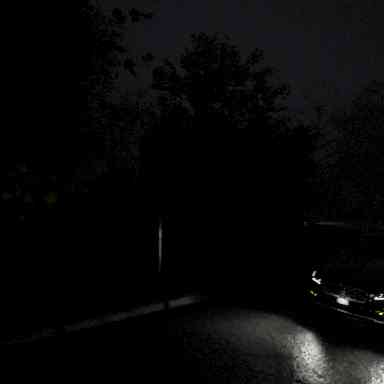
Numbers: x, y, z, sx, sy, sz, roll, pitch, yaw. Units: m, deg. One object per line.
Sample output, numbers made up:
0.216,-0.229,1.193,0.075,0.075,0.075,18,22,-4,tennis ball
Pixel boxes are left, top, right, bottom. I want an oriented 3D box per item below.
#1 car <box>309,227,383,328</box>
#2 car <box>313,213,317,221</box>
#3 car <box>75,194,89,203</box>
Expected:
4.396,1.505,6.817,4.892,1.490,1.837,0,1,-36,car
7.898,1.588,27.197,1.812,1.442,4.674,1,-1,-37,car
-15.081,1.236,42.895,2.435,2.045,5.566,0,0,-36,car
